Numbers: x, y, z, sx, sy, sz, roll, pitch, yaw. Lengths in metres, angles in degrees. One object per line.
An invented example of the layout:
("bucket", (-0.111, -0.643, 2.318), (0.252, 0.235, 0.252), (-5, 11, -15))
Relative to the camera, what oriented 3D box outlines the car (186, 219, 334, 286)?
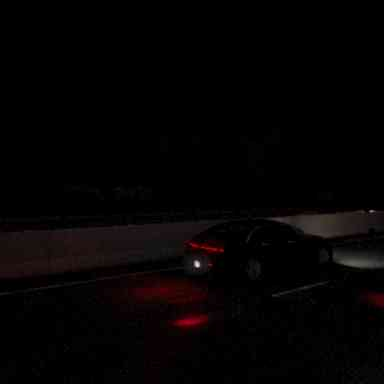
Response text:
("car", (2.123, 1.548, 9.628), (4.892, 1.490, 1.837), (0, 0, -35))
